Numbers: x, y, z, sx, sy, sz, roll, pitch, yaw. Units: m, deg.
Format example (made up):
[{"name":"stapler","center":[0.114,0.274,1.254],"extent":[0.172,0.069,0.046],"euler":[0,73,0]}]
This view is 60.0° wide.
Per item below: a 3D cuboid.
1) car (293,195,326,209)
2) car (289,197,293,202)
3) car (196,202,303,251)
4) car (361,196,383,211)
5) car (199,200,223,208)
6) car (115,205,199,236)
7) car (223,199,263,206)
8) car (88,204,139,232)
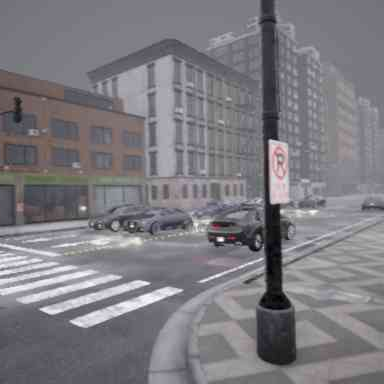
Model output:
[{"name":"car","center":[13.636,1.087,37.651],"extent":[1.882,1.535,5.008],"euler":[-2,0,39]},{"name":"car","center":[10.492,1.220,38.934],"extent":[1.812,1.442,4.674],"euler":[-2,0,39]},{"name":"car","center":[2.527,1.367,13.506],"extent":[1.837,1.490,4.892],"euler":[-2,-1,39]},{"name":"car","center":[17.885,1.052,32.283],"extent":[1.994,1.385,4.181],"euler":[-2,0,39]},{"name":"car","center":[2.187,1.422,28.717],"extent":[1.812,1.442,4.674],"euler":[-2,0,40]},{"name":"car","center":[-1.831,1.549,18.582],"extent":[1.994,1.385,4.181],"euler":[-2,0,39]},{"name":"car","center":[5.006,1.311,27.024],"extent":[2.128,1.511,4.902],"euler":[-2,0,39]},{"name":"car","center":[-4.168,1.555,20.858],"extent":[1.837,1.490,4.892],"euler":[-2,0,39]}]
